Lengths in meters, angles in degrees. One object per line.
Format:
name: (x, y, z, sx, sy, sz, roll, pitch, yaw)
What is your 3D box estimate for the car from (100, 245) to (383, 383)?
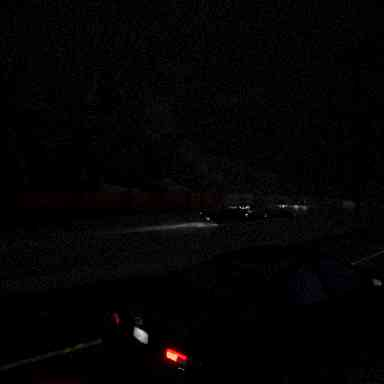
car: (1.404, 1.568, 5.088, 5.357, 1.411, 2.033, 0, 0, -39)

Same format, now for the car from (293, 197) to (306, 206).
car: (20.290, 1.777, 62.977, 1.837, 1.490, 4.892, 0, 0, 7)

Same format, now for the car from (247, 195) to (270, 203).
car: (9.434, 1.402, 45.856, 2.150, 2.045, 5.566, 0, 0, 19)

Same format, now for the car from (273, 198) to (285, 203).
car: (17.033, 1.829, 65.136, 1.994, 1.385, 4.181, 0, 0, 7)

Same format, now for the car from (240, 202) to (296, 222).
car: (5.723, 1.700, 24.732, 1.895, 1.301, 4.718, 0, 0, 37)

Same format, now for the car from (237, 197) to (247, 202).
car: (8.940, 1.722, 58.001, 1.837, 1.490, 4.892, 0, 0, 9)

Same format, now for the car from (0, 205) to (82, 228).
car: (-10.392, 1.583, 22.729, 5.357, 1.411, 2.033, 0, 0, -41)

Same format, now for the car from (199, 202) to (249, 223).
car: (2.571, 1.694, 26.356, 1.895, 1.301, 4.718, 0, 0, 38)
